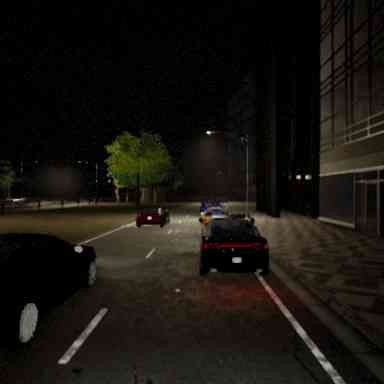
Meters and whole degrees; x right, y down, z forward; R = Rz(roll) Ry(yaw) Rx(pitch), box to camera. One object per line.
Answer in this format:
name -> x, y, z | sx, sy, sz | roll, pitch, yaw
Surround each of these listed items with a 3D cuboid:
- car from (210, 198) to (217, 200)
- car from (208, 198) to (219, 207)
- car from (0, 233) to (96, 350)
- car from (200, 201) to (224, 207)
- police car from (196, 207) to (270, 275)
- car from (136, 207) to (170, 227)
car -> 2.117, 1.907, 45.634 | 2.033, 1.411, 5.357 | 0, 0, 6
car -> 4.280, 2.030, 65.074 | 1.837, 1.490, 4.892 | 0, -1, 8
car -> -3.323, 1.524, 6.337 | 1.882, 1.535, 5.008 | 0, 0, 1
car -> 1.501, 1.611, 20.795 | 1.801, 1.575, 5.366 | 0, 0, 2
police car -> 1.174, 1.505, 10.846 | 1.930, 1.638, 5.238 | 0, 0, 1
car -> -2.754, 1.746, 24.335 | 1.994, 1.385, 4.181 | 0, 0, 3
